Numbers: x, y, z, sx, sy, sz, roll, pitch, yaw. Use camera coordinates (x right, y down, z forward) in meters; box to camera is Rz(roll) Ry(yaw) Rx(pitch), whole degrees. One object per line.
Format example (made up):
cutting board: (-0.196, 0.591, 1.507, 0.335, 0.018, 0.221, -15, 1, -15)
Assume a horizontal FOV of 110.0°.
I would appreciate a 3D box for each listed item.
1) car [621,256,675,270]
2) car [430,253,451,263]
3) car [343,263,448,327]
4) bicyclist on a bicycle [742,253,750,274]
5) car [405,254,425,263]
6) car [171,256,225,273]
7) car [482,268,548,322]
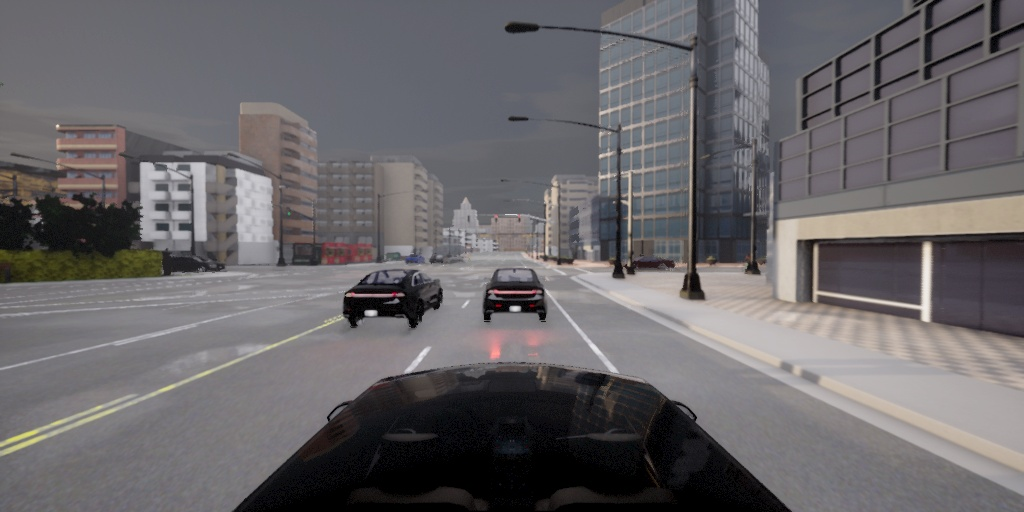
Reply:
car: (13.684, 0.704, 36.599, 5.357, 1.411, 2.033, 0, 1, 0)
car: (-10.651, 0.466, 52.425, 1.882, 1.535, 5.008, 0, 1, 0)
car: (-3.421, 1.137, 11.116, 2.128, 1.511, 4.902, 0, 1, 0)
bicyclist on a bicycle: (19.111, 0.615, 28.897, 1.656, 1.620, 0.582, -1, 2, -23)
car: (-14.148, 0.468, 52.409, 1.882, 1.535, 5.008, 0, 0, 0)
car: (-29.360, 0.774, 33.183, 4.892, 1.490, 1.837, 0, 1, 0)
car: (0.084, 1.125, 11.804, 2.128, 1.511, 4.902, 0, 1, 0)
